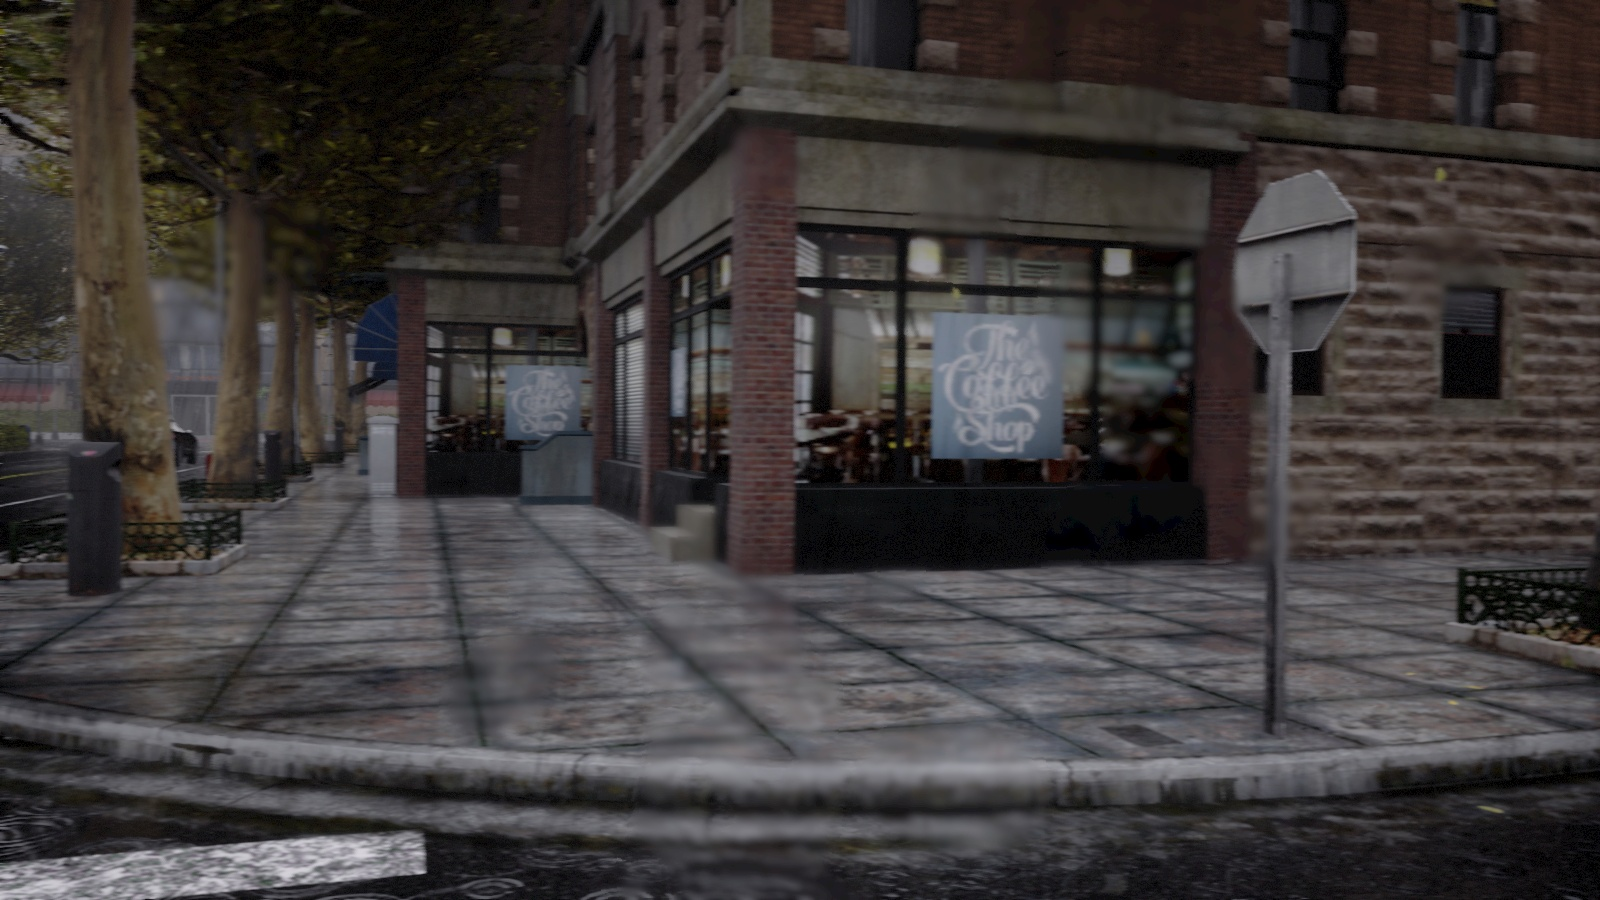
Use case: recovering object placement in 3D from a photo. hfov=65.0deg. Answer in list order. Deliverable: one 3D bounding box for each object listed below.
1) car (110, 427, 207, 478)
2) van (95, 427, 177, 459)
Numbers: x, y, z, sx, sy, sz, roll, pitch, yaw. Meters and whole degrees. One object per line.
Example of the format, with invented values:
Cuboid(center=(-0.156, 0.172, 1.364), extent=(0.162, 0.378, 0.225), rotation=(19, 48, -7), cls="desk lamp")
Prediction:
Cuboid(center=(-22.523, 0.045, 44.293), extent=(2.152, 1.651, 5.027), rotation=(-1, 1, -17), cls="car")
Cuboid(center=(-43.924, -0.457, 83.195), extent=(4.480, 2.038, 2.069), rotation=(-1, 1, -17), cls="van")
